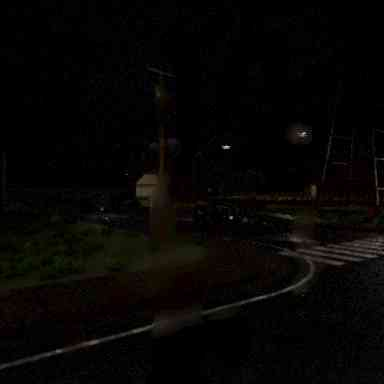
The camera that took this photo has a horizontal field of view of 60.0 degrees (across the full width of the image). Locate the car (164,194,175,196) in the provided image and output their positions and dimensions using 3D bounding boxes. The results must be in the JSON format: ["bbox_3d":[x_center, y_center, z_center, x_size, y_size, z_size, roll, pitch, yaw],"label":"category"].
[{"bbox_3d":[-4.991,1.303,63.302,4.605,1.855,1.932,0,0,-36],"label":"car"}]

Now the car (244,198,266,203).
[{"bbox_3d":[8.431,1.512,45.268,3.905,1.438,1.784,0,0,-36],"label":"car"}]

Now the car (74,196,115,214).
[{"bbox_3d":[-10.501,1.489,35.492,2.128,1.511,4.902,0,0,-36],"label":"car"}]

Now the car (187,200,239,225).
[{"bbox_3d":[1.646,1.535,24.348,1.812,1.442,4.674,1,0,-25],"label":"car"}]

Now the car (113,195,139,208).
[{"bbox_3d":[-9.668,1.309,47.251,3.866,1.878,1.905,0,0,-36],"label":"car"}]

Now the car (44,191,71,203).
[{"bbox_3d":[-19.774,0.878,48.165,2.150,2.045,5.566,0,0,-37],"label":"car"}]

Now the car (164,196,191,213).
[{"bbox_3d":[-1.246,1.501,36.707,4.193,1.474,1.816,0,0,-36],"label":"car"}]

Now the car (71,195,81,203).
[{"bbox_3d":[-23.964,1.478,66.785,4.611,1.667,2.242,0,0,-36],"label":"car"}]
